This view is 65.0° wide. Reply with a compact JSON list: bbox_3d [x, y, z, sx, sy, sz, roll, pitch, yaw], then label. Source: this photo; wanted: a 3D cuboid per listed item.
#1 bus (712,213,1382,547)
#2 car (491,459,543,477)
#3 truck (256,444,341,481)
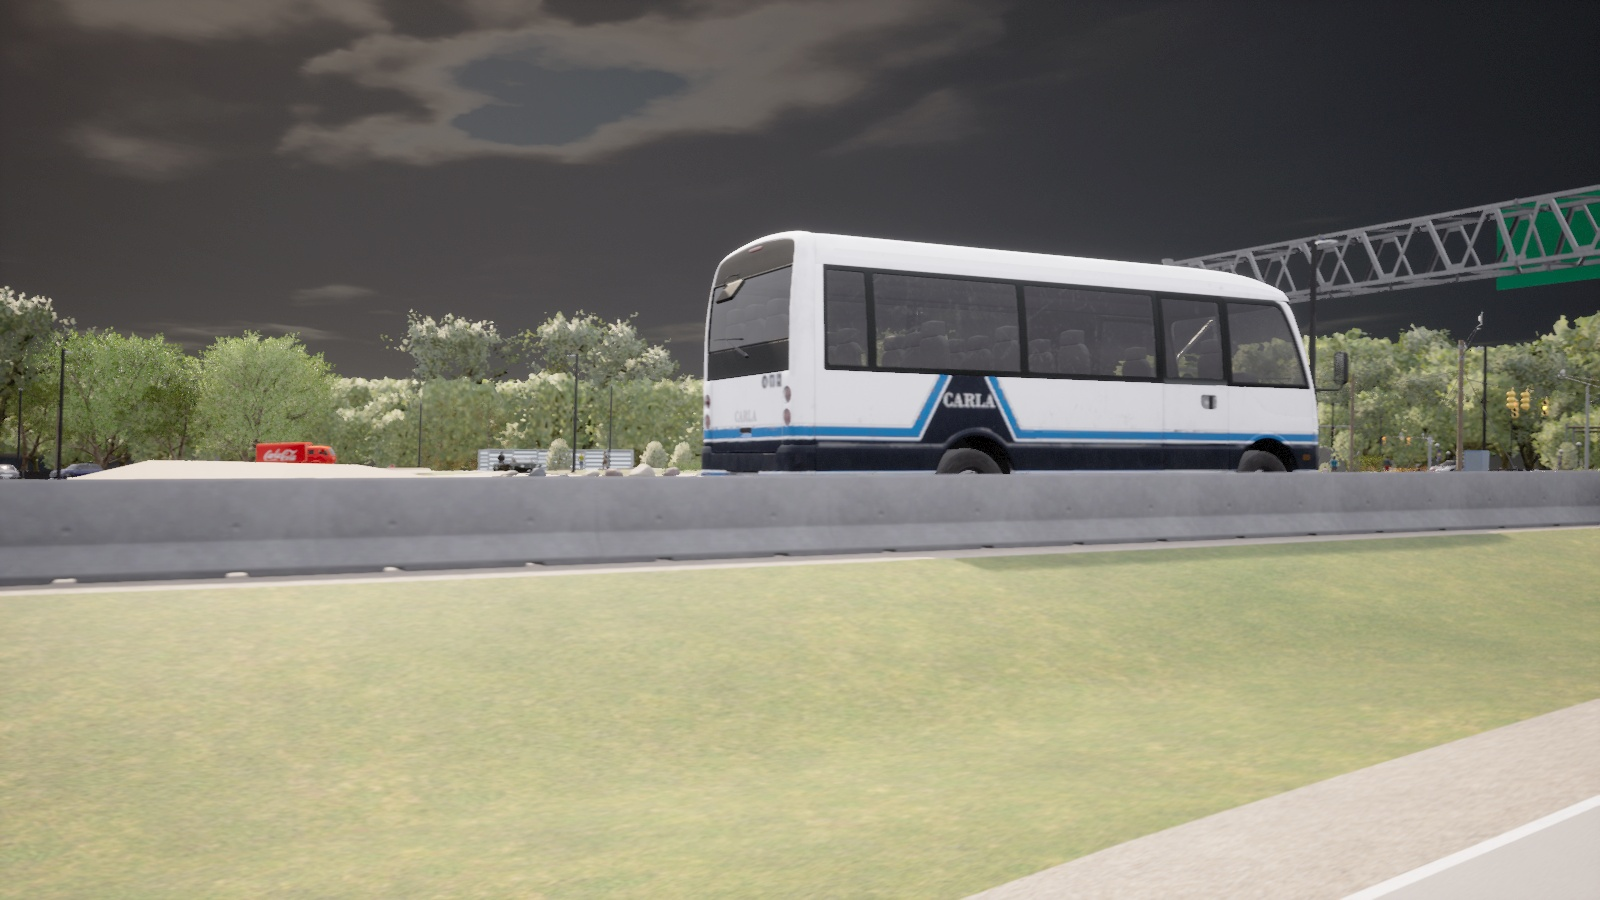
[{"bbox_3d":[4.102,-0.873,20.096,10.273,4.253,3.944,0,0,-27],"label":"bus"},{"bbox_3d":[-20.616,1.306,91.287,1.895,1.301,4.718,2,-2,-37],"label":"car"},{"bbox_3d":[-36.237,0.856,90.887,5.204,2.467,2.627,-2,1,-8],"label":"truck"}]
